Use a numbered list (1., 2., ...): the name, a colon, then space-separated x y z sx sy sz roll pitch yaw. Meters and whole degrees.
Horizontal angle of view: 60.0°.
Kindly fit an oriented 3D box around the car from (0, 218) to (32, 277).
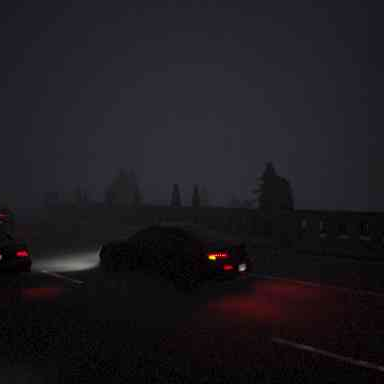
1. car: -6.457 1.617 9.554 5.357 1.411 2.033 0 0 43

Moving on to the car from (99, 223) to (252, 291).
1. car: -0.606 1.575 9.149 4.674 1.442 1.812 0 0 40

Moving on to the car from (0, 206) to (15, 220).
1. car: -13.028 1.645 21.854 2.128 1.511 4.902 0 0 -39
